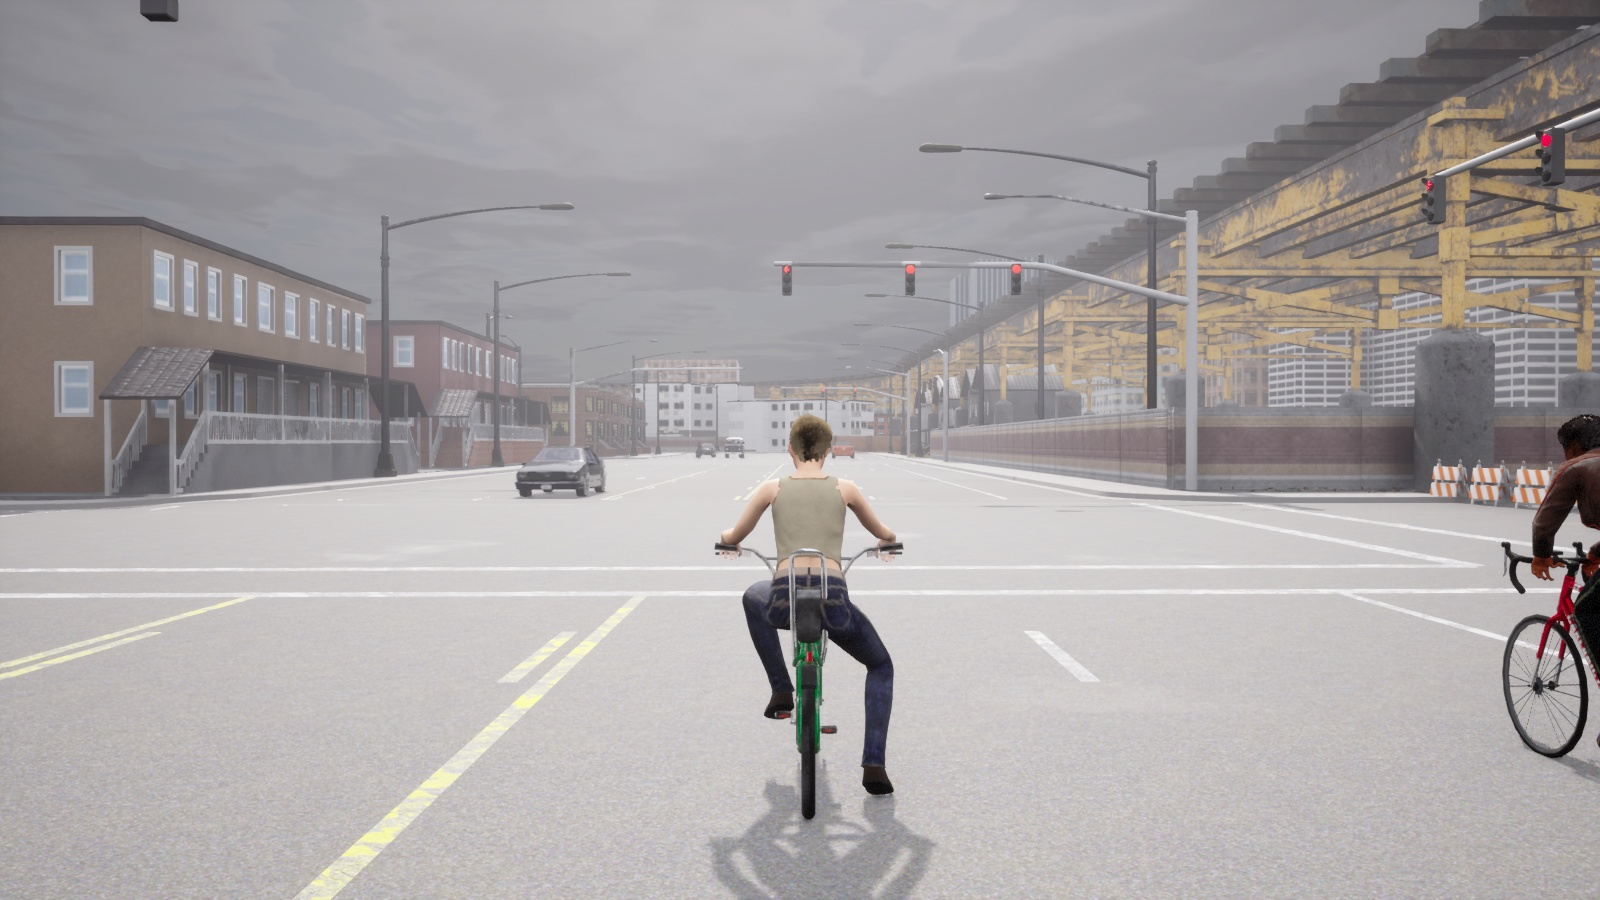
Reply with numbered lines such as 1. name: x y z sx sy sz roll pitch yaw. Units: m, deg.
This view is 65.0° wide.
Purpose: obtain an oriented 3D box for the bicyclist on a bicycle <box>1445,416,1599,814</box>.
1. bicyclist on a bicycle: 3.545 0.671 5.511 0.582 1.620 1.656 0 0 0

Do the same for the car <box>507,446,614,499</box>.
1. car: -6.795 0.584 36.233 2.033 1.411 5.357 0 0 0

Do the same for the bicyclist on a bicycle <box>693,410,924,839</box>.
1. bicyclist on a bicycle: 0.038 0.652 5.474 0.866 1.612 1.509 0 0 0
